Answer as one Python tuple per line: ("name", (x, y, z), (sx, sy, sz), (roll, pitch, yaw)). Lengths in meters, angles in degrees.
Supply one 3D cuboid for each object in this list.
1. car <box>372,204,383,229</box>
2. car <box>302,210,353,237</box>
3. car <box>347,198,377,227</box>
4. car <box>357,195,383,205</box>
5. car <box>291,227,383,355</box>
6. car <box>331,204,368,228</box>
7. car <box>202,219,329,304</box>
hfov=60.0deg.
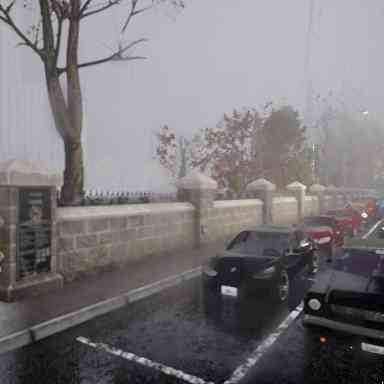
("car", (10.709, 1.555, 17.021), (2.033, 1.411, 5.357), (0, 0, 33))
("car", (4.962, 1.583, 13.079), (1.802, 1.307, 4.206), (0, 0, 33))
("car", (11.068, 1.453, 22.536), (1.967, 1.590, 4.097), (0, 0, 33))
("car", (14.122, 1.338, 27.267), (2.192, 1.841, 5.009), (0, 0, 33))
("car", (3.417, 1.602, 5.905), (1.895, 1.301, 4.718), (0, 0, 33))
("car", (8.015, 1.549, 17.807), (1.887, 1.381, 4.507), (0, 0, 33))
("car", (1.909, 1.565, 8.348), (1.947, 1.339, 4.313), (0, 0, 33))
